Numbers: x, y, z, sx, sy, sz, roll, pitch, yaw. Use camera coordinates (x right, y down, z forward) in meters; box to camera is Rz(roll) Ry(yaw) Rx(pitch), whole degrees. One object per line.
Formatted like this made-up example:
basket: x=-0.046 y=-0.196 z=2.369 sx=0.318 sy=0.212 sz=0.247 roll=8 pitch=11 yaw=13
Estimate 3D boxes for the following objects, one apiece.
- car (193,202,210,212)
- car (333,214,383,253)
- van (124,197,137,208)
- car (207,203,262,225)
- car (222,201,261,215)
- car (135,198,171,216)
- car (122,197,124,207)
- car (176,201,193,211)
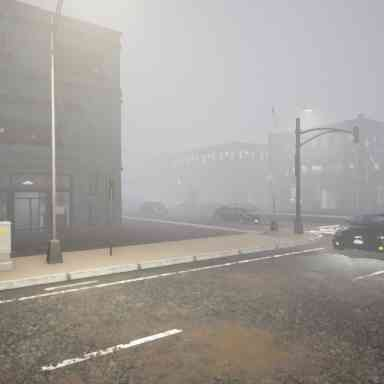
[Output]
car: x=2.416 y=1.903 z=42.830 sx=1.802 sy=1.307 sz=4.206 roll=-2 pitch=0 yaw=-35
car: x=7.200 y=1.562 z=13.032 sx=1.994 sy=1.385 sz=4.181 roll=0 pitch=0 yaw=44
van: x=-10.418 y=1.906 z=60.874 sx=1.690 sy=1.788 sz=3.998 roll=-1 pitch=0 yaw=-35
car: x=3.529 y=1.814 z=26.592 sx=1.947 sy=1.339 sz=4.313 roll=-1 pitch=0 yaw=-35
car: x=5.623 y=1.809 z=38.318 sx=2.008 sy=1.369 sz=4.403 roll=-2 pitch=0 yaw=-35
car: x=-4.416 y=1.846 z=37.971 sx=1.967 sy=1.590 sz=4.097 roll=-1 pitch=0 yaw=-35
car: x=-13.626 y=1.939 z=65.384 sx=2.192 sy=1.841 sz=5.009 roll=-1 pitch=0 yaw=-35
car: x=-0.790 y=1.965 z=47.340 sx=1.802 sy=1.307 sz=4.206 roll=-2 pitch=0 yaw=-35
